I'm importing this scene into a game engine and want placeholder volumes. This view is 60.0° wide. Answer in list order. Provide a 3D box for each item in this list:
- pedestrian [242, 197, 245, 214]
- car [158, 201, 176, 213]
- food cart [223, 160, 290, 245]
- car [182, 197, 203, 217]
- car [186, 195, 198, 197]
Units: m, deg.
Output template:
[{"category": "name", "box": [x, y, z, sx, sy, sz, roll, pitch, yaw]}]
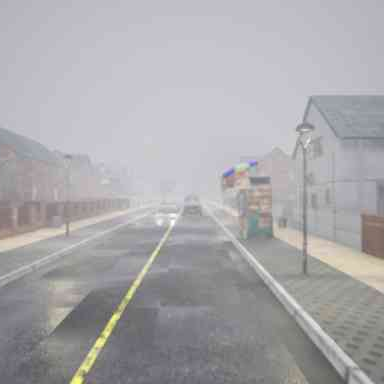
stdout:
[{"category": "pedestrian", "box": [3.009, 1.204, 19.317, 0.375, 1.860, 0.375, 2, -2, 0]}, {"category": "car", "box": [-2.846, 1.737, 38.766, 1.895, 1.301, 4.718, 0, 0, 0]}, {"category": "food cart", "box": [2.952, 0.519, 16.499, 2.280, 3.560, 4.660, -2, -2, 0]}, {"category": "car", "box": [0.070, 1.591, 33.267, 1.882, 1.535, 5.008, 0, 0, 0]}, {"category": "car", "box": [0.016, 1.390, 45.683, 2.150, 2.045, 5.566, 0, 0, 0]}]
